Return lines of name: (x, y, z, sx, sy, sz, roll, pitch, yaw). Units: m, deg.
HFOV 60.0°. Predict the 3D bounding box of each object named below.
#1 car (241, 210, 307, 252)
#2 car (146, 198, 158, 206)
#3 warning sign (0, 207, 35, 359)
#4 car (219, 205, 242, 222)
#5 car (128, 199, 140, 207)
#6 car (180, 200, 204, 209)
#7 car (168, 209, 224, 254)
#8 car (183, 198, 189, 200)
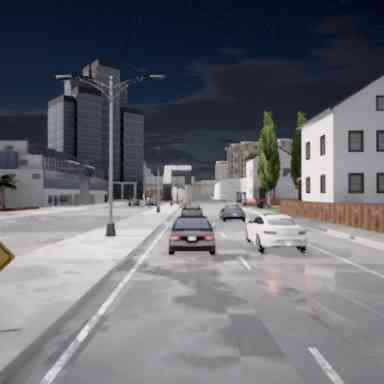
car: (3.504, 1.659, 14.362, 1.812, 1.442, 4.674, 0, 0, 0)
car: (-8.000, 1.963, 66.663, 2.097, 1.767, 4.553, 0, 0, 0)
warning sign: (-3.050, 1.158, 4.544, 1.300, 1.860, 1.060, 0, -1, 0)
car: (3.504, 1.835, 29.295, 1.994, 1.385, 4.181, 0, 0, 0)
car: (-11.501, 2.105, 66.436, 2.128, 1.511, 4.902, 0, -1, 0)
car: (0.004, 1.763, 29.287, 2.128, 1.511, 4.902, 0, 0, 0)
car: (0.001, 1.677, 13.985, 2.033, 1.411, 5.357, 0, 0, 0)
car: (-1.222, 2.089, 68.728, 1.801, 1.575, 5.366, 0, -1, 0)
